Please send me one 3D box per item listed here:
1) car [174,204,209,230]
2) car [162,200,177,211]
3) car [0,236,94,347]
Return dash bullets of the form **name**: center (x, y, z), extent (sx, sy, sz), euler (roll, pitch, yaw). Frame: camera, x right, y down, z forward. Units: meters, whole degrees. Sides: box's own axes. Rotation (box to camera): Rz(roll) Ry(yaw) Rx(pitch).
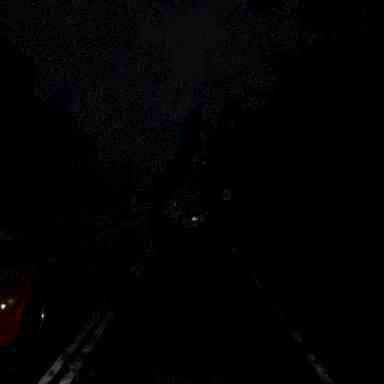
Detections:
- **car**: center (0.130, 1.666, 22.053), extent (2.033, 1.411, 5.357), euler (0, -1, 0)
- **car**: center (-3.198, 1.899, 49.106), extent (2.097, 1.767, 4.553), euler (0, -1, 1)
- **car**: center (-3.344, 1.576, 6.322), extent (1.994, 1.385, 4.181), euler (0, 0, 0)
